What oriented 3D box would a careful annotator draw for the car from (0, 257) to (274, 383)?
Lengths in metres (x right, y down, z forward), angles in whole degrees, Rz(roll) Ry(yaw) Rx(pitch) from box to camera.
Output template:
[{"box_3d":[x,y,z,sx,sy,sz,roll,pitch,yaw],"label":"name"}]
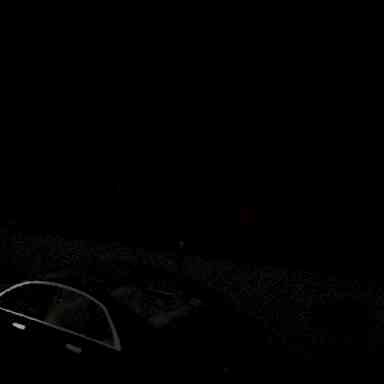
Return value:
[{"box_3d":[-1.257,1.525,3.967,4.403,1.369,2.008,1,0,35],"label":"car"}]
